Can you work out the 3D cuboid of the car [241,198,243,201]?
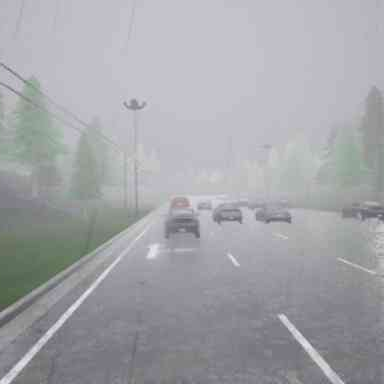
[{"bbox_3d":[8.364,1.772,54.928,1.882,1.535,5.008,-1,0,-2],"label":"car"}]

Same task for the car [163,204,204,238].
[{"bbox_3d":[-0.568,1.674,18.988,1.837,1.490,4.892,-1,0,-2],"label":"car"}]

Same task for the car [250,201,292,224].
[{"bbox_3d":[6.167,1.658,25.671,1.994,1.385,4.181,-1,-1,-2],"label":"car"}]

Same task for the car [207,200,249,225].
[{"bbox_3d":[2.663,1.652,25.689,2.128,1.511,4.902,-1,-1,-2],"label":"car"}]

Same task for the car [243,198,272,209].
[{"bbox_3d":[8.774,1.557,44.907,2.097,1.767,4.553,-1,0,-2],"label":"car"}]

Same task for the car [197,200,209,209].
[{"bbox_3d":[1.738,1.840,46.027,2.128,1.511,4.902,-1,0,-2],"label":"car"}]

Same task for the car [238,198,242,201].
[{"bbox_3d":[5.231,1.884,46.324,1.895,1.301,4.718,-1,0,-2],"label":"car"}]

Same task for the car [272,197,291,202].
[{"bbox_3d":[12.229,1.502,46.320,2.097,1.767,4.553,-1,-1,-2],"label":"car"}]

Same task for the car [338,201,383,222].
[{"bbox_3d":[13.163,1.466,25.893,1.837,1.490,4.892,-1,-1,-2],"label":"car"}]

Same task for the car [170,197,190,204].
[{"bbox_3d":[-1.408,1.575,39.355,2.150,2.045,5.566,-1,0,-2],"label":"car"}]
